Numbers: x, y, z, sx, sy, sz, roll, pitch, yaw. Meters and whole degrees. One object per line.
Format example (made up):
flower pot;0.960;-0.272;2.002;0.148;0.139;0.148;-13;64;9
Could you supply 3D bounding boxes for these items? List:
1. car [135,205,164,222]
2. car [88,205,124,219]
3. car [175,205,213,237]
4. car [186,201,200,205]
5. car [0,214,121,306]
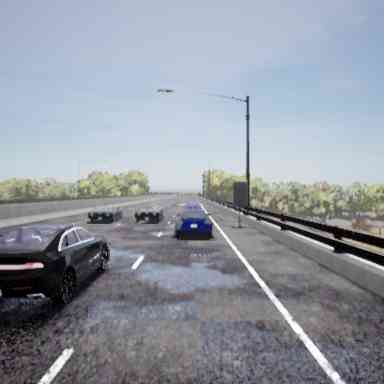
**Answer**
car;-3.411;1.722;27.365;1.895;1.301;4.718;0;0;0
car;-6.911;1.722;27.189;1.895;1.301;4.718;0;0;0
car;0.091;1.646;18.434;1.994;1.385;4.181;0;0;0
car;0.086;1.709;36.536;2.033;1.411;5.357;0;0;0
car;-3.404;1.528;8.121;2.128;1.511;4.902;0;0;0
